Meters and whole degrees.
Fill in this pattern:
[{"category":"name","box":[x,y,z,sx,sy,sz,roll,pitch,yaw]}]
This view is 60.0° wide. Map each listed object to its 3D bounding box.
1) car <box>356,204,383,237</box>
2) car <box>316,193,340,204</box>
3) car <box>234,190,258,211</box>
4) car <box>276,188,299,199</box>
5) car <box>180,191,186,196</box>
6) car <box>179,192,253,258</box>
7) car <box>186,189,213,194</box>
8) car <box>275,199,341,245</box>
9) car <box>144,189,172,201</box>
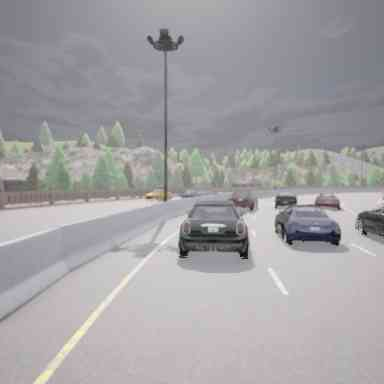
[{"category":"car","box":[8.006,1.159,12.851,2.128,1.511,4.902,0,1,7]},{"category":"car","box":[12.357,0.773,30.387,1.994,1.385,4.181,0,1,19]},{"category":"car","box":[4.589,0.618,29.231,2.097,1.767,4.553,0,1,17]},{"category":"car","box":[8.925,0.679,31.236,1.882,1.535,5.008,0,1,19]},{"category":"car","box":[0.041,0.358,46.467,1.882,1.535,5.008,0,1,26]},{"category":"car","box":[0.845,1.058,11.717,2.097,1.767,4.553,0,1,6]},{"category":"car","box":[1.484,0.469,41.328,1.882,1.535,5.008,0,1,24]},{"category":"car","box":[4.601,1.215,13.704,1.994,1.385,4.181,0,1,7]},{"category":"car","box":[-4.553,0.410,44.972,1.882,1.535,5.008,0,1,24]}]
